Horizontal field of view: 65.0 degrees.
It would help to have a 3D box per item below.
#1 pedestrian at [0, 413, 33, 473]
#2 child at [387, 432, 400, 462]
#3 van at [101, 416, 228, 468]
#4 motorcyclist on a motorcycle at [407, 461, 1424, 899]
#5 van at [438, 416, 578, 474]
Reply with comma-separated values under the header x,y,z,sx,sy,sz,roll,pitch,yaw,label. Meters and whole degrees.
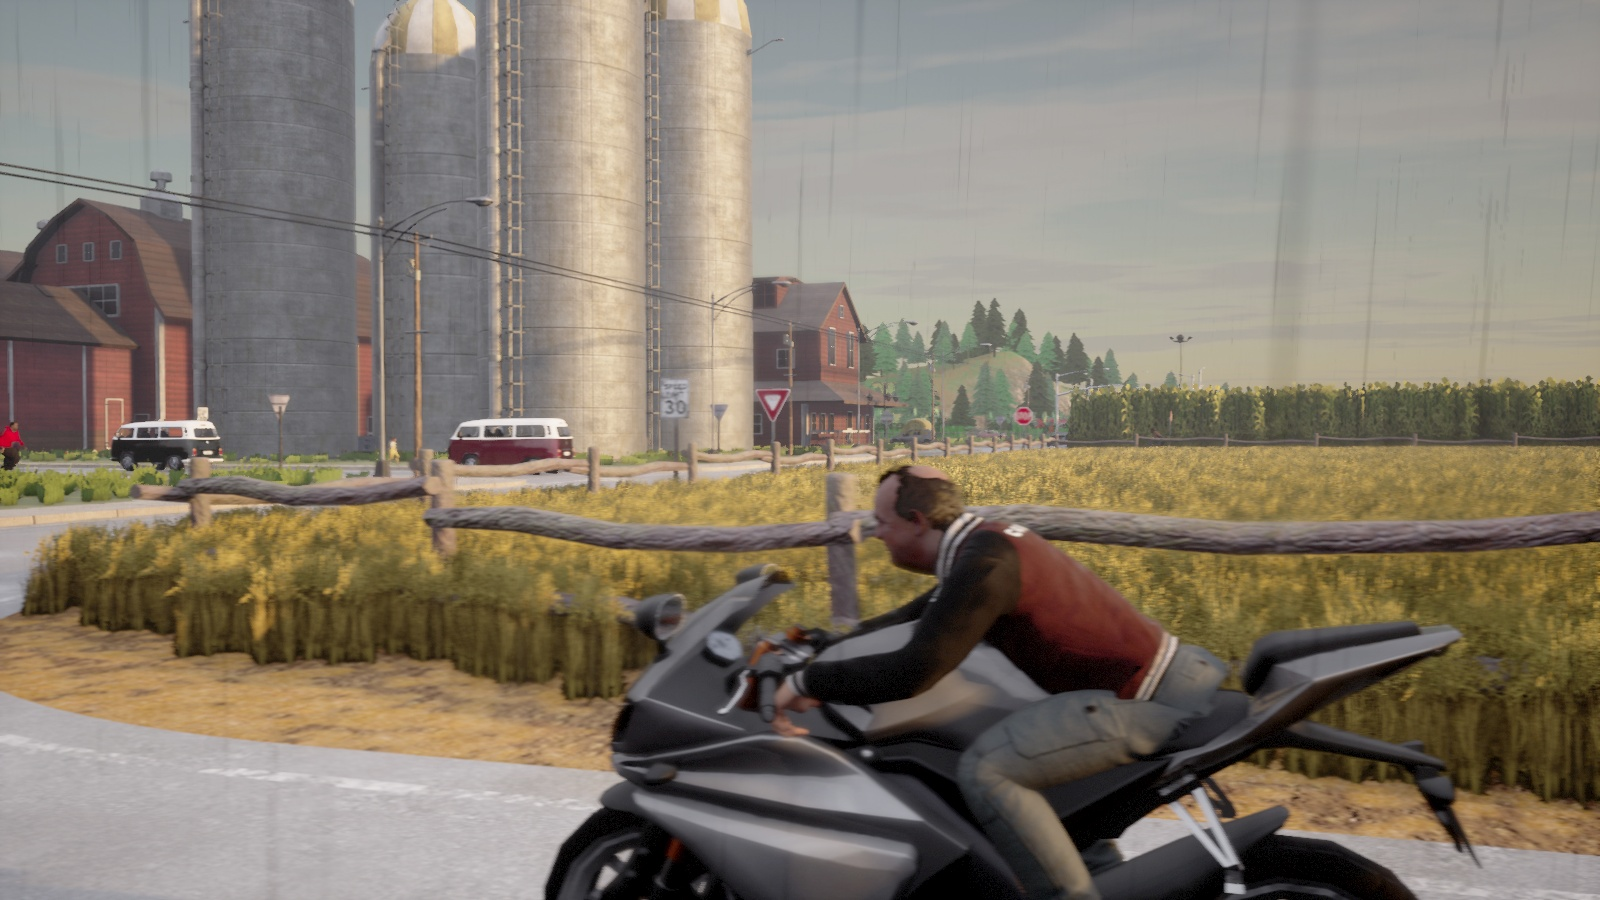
x,y,z,sx,sy,sz,roll,pitch,yaw,label
-24.245,-0.218,38.632,0.899,1.844,0.634,0,1,1,pedestrian
-17.252,-0.142,53.298,0.437,1.263,0.270,0,1,16,child
-25.842,-0.352,51.091,4.480,2.038,2.069,1,1,20,van
0.238,0.814,3.079,2.191,1.530,0.866,0,1,17,motorcyclist on a motorcycle
-10.602,-0.209,45.724,4.480,2.038,2.069,0,1,13,van
